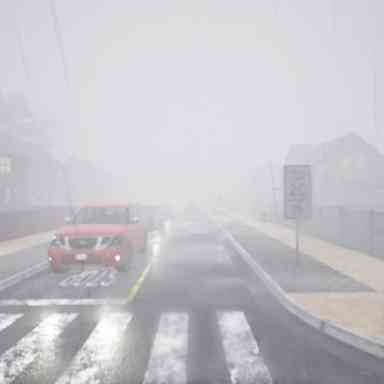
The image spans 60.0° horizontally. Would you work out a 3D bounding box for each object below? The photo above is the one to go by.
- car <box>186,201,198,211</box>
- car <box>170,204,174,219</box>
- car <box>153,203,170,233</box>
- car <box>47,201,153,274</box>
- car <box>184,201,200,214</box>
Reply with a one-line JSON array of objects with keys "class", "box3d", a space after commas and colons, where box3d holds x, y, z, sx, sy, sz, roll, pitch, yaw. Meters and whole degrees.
[{"class": "car", "box3d": [-0.003, 2.245, 53.154, 1.837, 1.490, 4.892, 0, -1, 0]}, {"class": "car", "box3d": [-2.839, 1.933, 33.869, 2.128, 1.511, 4.902, 0, -1, 0]}, {"class": "car", "box3d": [-2.852, 1.624, 21.627, 2.097, 1.767, 4.553, 0, -1, 0]}, {"class": "car", "box3d": [-2.872, 1.371, 11.469, 2.150, 2.045, 5.566, 0, -1, 1]}, {"class": "car", "box3d": [-0.003, 2.133, 43.145, 1.994, 1.385, 4.181, 0, -1, 0]}]
